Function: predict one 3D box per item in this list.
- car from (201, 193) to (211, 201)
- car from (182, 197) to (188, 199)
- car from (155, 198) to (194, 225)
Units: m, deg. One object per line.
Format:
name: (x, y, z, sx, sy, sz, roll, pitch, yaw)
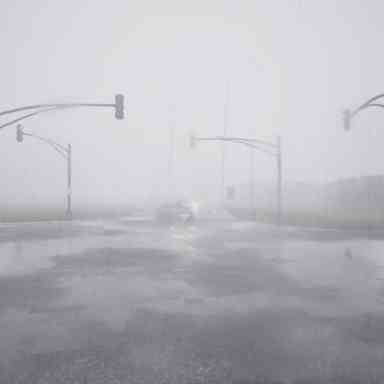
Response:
car: (3.412, 1.191, 79.138, 2.150, 2.045, 5.566, 0, 0, 5)
car: (-1.617, 1.587, 59.677, 1.895, 1.301, 4.718, 0, 0, 4)
car: (-1.358, 1.492, 24.434, 2.128, 1.511, 4.902, 0, 0, -21)
